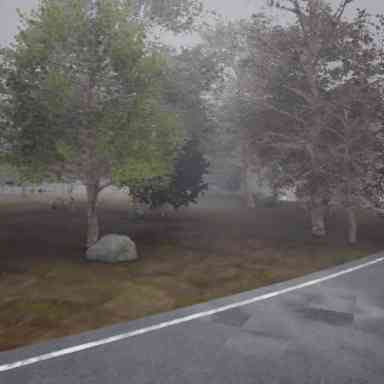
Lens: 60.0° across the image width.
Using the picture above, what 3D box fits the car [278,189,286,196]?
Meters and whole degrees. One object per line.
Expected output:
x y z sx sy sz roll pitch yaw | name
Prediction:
14.868 -0.207 56.374 1.882 1.535 5.008 -3 2 14 | car
